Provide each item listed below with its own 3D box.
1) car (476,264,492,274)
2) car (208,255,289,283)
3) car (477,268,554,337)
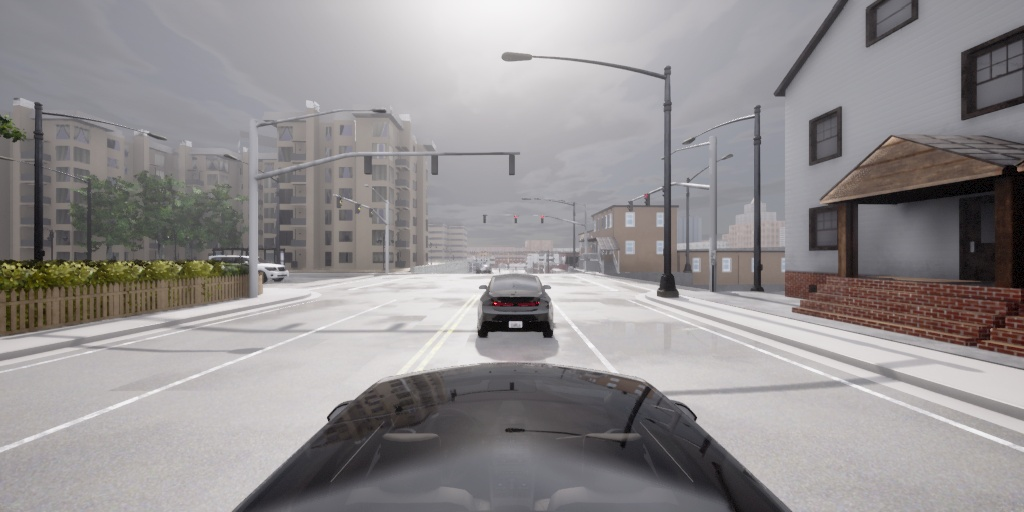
[{"bbox_3d":[-3.630,1.755,47.089,2.128,1.511,4.902,0,-5,0],"label":"car"},{"bbox_3d":[-19.962,0.971,26.961,5.566,2.045,2.150,0,0,1],"label":"car"},{"bbox_3d":[0.090,1.255,10.276,1.837,1.490,4.892,0,0,0],"label":"car"}]
